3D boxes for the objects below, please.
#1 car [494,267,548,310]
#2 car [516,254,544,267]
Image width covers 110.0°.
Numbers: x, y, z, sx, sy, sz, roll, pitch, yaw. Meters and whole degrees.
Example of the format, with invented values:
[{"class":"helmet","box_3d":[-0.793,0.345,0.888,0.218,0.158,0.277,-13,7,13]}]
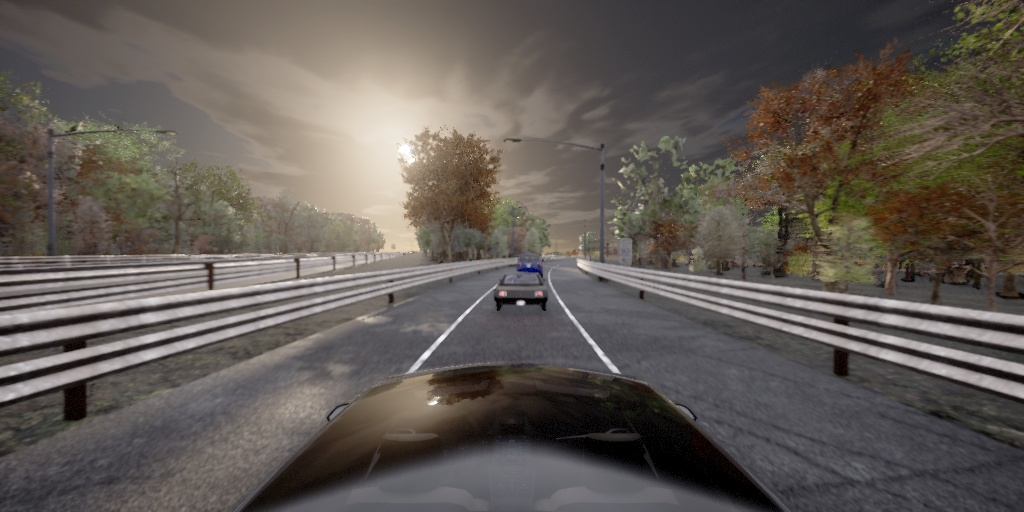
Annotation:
[{"class":"car","box_3d":[0.396,1.293,14.328,1.895,1.301,4.718,0,0,2]},{"class":"car","box_3d":[1.574,0.830,31.200,2.150,2.045,5.566,0,1,6]}]
